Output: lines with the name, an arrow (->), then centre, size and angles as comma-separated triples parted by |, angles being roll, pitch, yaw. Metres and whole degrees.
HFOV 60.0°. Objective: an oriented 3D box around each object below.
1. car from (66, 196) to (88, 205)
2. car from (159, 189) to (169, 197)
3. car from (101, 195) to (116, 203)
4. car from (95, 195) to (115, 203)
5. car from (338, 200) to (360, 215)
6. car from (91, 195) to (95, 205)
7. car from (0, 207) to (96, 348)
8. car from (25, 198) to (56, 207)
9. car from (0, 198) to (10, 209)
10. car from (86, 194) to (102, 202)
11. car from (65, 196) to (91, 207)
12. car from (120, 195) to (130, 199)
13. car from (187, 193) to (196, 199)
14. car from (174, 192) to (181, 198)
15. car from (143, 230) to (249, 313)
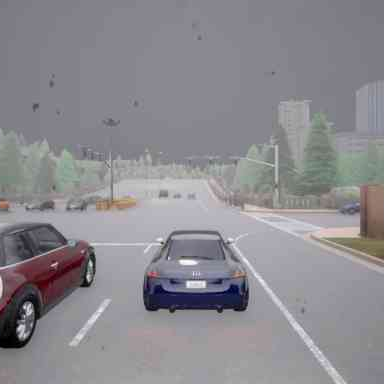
car -> -21.053, 1.547, 61.044 | 2.033, 1.411, 5.357 | 0, 0, 0
car -> -7.126, 0.215, 84.915 | 2.150, 2.045, 5.566 | 0, 6, 0
car -> -17.549, 1.456, 70.255 | 1.895, 1.301, 4.718 | 0, 1, 0
car -> -14.077, 1.564, 55.141 | 1.994, 1.385, 4.181 | 0, 0, 0
car -> 17.097, 1.526, 33.157 | 4.674, 1.442, 1.812 | 0, 0, 0
car -> -17.576, 1.506, 55.428 | 1.837, 1.490, 4.892 | 0, 0, 0
car -> -3.431, 1.352, 6.443 | 2.097, 1.767, 4.553 | 0, 0, 0
car -> -17.592, 1.491, 38.755 | 2.128, 1.511, 4.902 | 0, 0, 0
car -> -21.090, 1.352, 34.801 | 2.097, 1.767, 4.553 | 0, 0, 0
car -> -21.057, 1.360, 71.757 | 2.033, 1.411, 5.357 | 0, 2, 0
car -> -13.393, 1.491, 38.459 | 2.128, 1.511, 4.902 | 0, 0, -11
car -> -14.044, 1.428, 69.398 | 2.033, 1.411, 5.357 | 0, 1, 0
car -> -0.100, 0.905, 80.186 | 2.033, 1.411, 5.357 | 0, 4, 0
car -> -3.622, 0.644, 84.236 | 1.895, 1.301, 4.718 | 0, 6, 0
car -> 0.078, 1.564, 7.739 | 1.994, 1.385, 4.181 | 0, 0, 0
